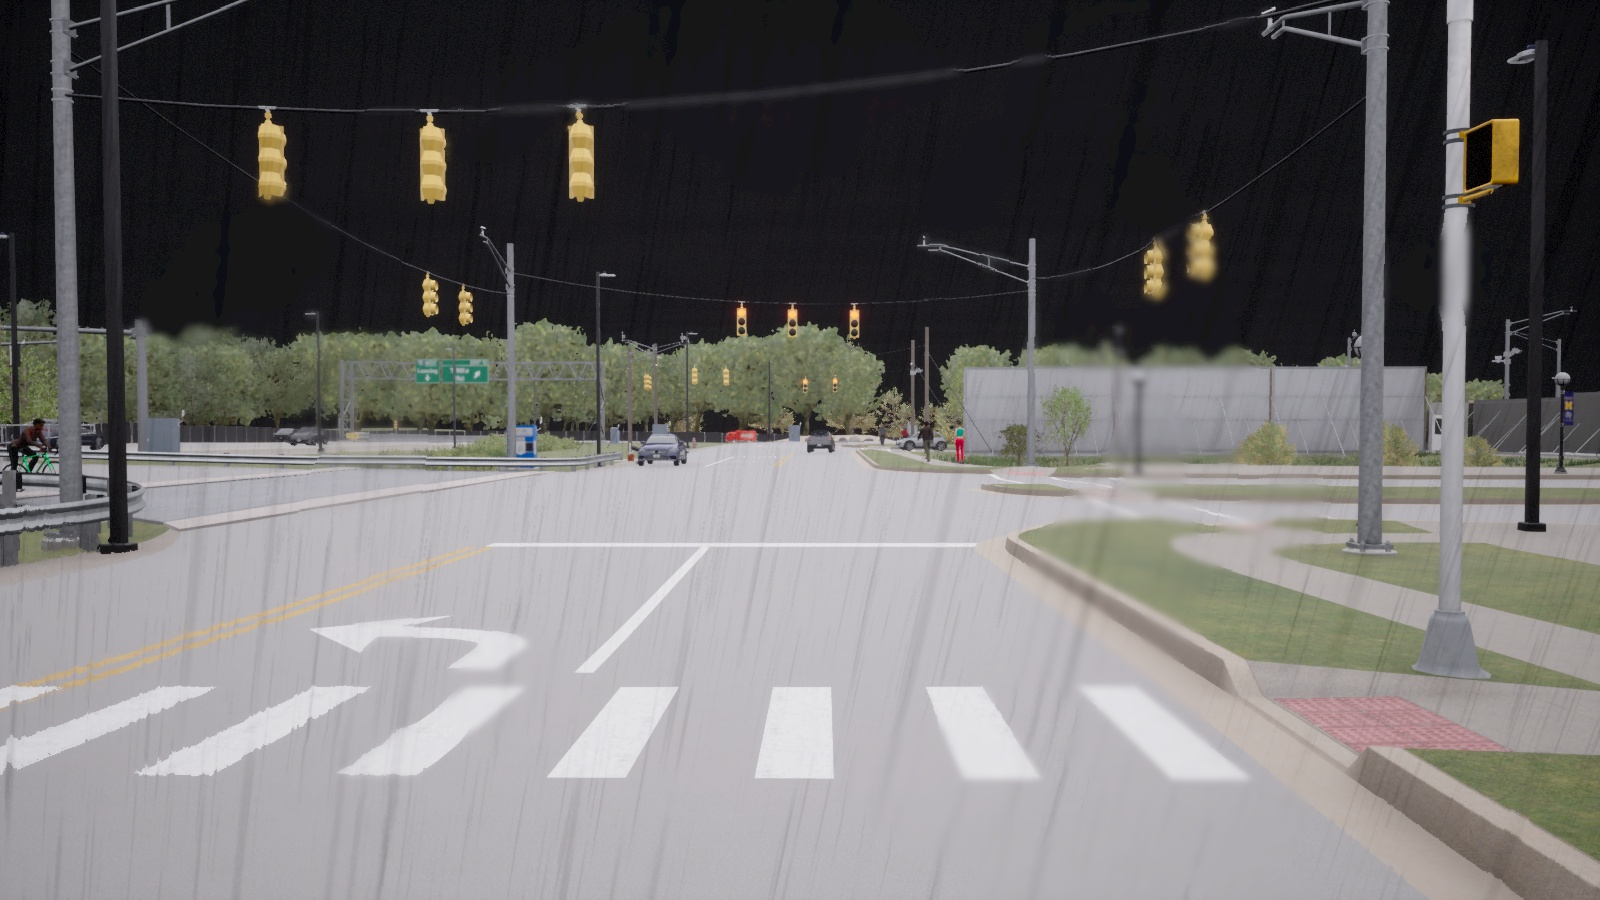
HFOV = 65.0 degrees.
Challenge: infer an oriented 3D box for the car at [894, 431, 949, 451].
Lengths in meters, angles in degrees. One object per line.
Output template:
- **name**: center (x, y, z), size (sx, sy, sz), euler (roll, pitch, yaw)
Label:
- **car**: center (9.384, -0.709, 97.242), size (3.806, 1.475, 1.970), euler (1, 2, -9)

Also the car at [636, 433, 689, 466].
- **car**: center (-6.297, -0.042, 57.913), size (1.812, 1.442, 4.674), euler (0, 1, 1)

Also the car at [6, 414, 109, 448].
- **car**: center (-37.287, -0.940, 63.236), size (2.152, 1.651, 5.027), euler (0, 1, 1)

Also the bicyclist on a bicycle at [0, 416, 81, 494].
- **bicyclist on a bicycle**: center (-16.784, 0.111, 27.556), size (1.656, 1.620, 0.582), euler (-2, 0, 8)

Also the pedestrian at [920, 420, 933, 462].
- **pedestrian**: center (5.661, -0.396, 56.036), size (0.431, 1.840, 0.703), euler (0, 2, -6)

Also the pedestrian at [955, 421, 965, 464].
- **pedestrian**: center (6.938, -0.331, 54.545), size (0.345, 1.836, 0.594), euler (0, 2, 0)

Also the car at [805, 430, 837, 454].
- **car**: center (1.421, -0.557, 83.866), size (1.845, 1.501, 3.633), euler (0, 1, 5)
